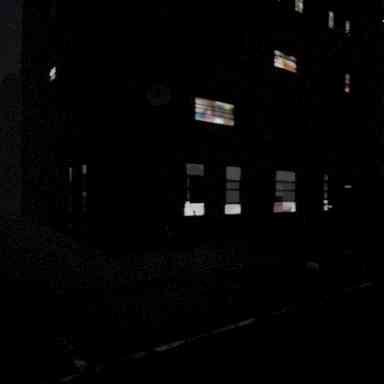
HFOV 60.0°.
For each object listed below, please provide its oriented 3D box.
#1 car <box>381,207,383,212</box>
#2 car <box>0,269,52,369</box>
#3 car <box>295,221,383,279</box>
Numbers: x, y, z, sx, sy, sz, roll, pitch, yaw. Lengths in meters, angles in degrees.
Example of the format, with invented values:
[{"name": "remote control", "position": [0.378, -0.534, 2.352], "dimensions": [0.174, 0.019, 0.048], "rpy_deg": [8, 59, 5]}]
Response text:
[{"name": "car", "position": [19.187, 1.437, 36.301], "dimensions": [1.947, 1.339, 4.313], "rpy_deg": [2, 0, -36]}, {"name": "car", "position": [-4.003, 1.542, 3.695], "dimensions": [4.507, 1.381, 1.887], "rpy_deg": [0, 0, -35]}, {"name": "car", "position": [4.994, 1.588, 10.105], "dimensions": [4.313, 1.339, 1.947], "rpy_deg": [0, 0, -35]}]
